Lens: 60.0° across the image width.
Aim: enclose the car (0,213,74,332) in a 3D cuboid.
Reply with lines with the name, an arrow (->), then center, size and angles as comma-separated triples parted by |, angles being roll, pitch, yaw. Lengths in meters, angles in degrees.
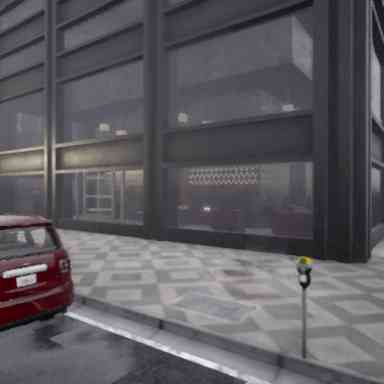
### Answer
car -> -4.220, 1.293, 5.973 | 5.009, 1.841, 2.192 | 0, 0, 35
